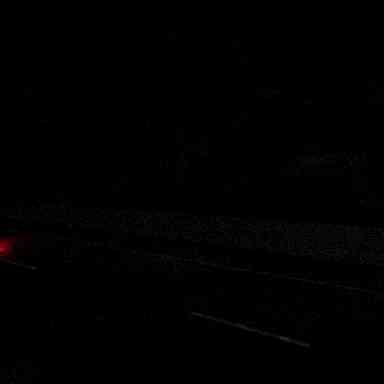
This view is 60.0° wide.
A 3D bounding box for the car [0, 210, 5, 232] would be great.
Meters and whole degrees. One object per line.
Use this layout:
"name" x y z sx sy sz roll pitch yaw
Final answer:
"car" -10.956 1.180 16.139 4.902 1.511 2.128 1 1 36
